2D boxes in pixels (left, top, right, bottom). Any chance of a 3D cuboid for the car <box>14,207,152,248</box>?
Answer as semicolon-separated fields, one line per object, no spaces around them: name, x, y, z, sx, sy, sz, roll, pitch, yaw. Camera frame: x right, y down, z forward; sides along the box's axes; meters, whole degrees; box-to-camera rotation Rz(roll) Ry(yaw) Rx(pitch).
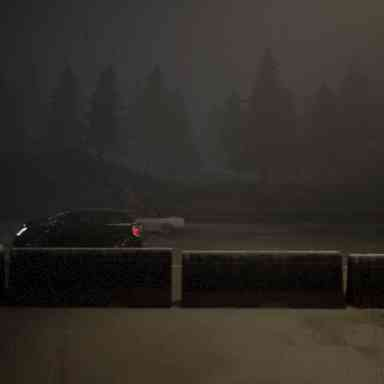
car;-3.995;1.393;12.280;4.553;1.767;2.097;1;0;-1

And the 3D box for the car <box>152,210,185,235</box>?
car;-2.772;1.706;19.299;4.718;1.301;1.895;1;0;-1

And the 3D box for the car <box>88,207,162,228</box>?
car;-4.460;1.711;22.773;4.718;1.301;1.895;1;0;-1

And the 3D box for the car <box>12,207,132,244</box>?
car;-5.487;1.538;15.757;4.902;1.511;2.128;1;0;-1
